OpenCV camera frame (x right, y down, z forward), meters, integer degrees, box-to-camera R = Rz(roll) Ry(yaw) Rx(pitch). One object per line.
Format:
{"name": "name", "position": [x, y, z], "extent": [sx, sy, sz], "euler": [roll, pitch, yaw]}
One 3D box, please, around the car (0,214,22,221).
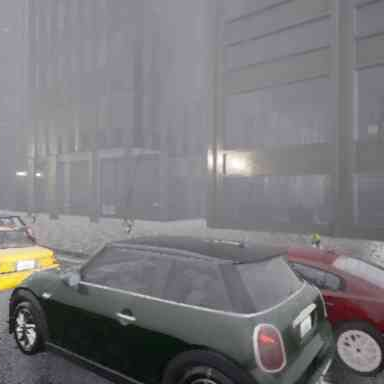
{"name": "car", "position": [-5.506, 1.498, 8.445], "extent": [5.366, 1.575, 1.801], "euler": [0, -1, 36]}

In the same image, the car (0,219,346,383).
{"name": "car", "position": [-0.570, 1.388, 4.633], "extent": [4.553, 1.767, 2.097], "euler": [0, -1, 35]}

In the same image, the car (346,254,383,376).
{"name": "car", "position": [1.523, 1.598, 5.567], "extent": [4.507, 1.381, 1.887], "euler": [0, -1, 36]}
